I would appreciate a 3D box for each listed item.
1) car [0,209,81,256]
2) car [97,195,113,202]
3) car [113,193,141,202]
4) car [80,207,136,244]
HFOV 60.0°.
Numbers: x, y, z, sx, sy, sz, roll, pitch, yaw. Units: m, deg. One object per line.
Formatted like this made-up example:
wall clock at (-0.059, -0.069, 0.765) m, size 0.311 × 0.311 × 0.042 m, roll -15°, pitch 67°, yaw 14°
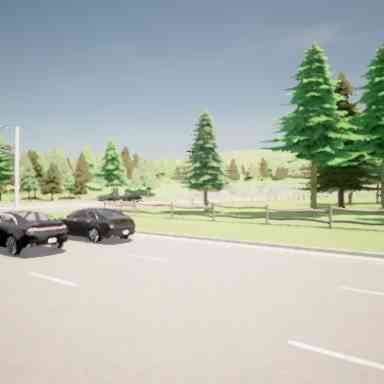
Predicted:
car at (-6.871, 1.488, 13.118) m, size 4.902 × 1.511 × 2.128 m, roll 0°, pitch 0°, yaw 36°
car at (-18.514, 1.484, 72.494) m, size 1.837 × 1.490 × 4.892 m, roll 0°, pitch 0°, yaw 35°
car at (-12.910, 1.211, 68.291) m, size 2.150 × 2.045 × 5.566 m, roll 0°, pitch 0°, yaw 35°
car at (-4.849, 1.502, 15.975) m, size 4.892 × 1.490 × 1.837 m, roll 0°, pitch 0°, yaw 36°
